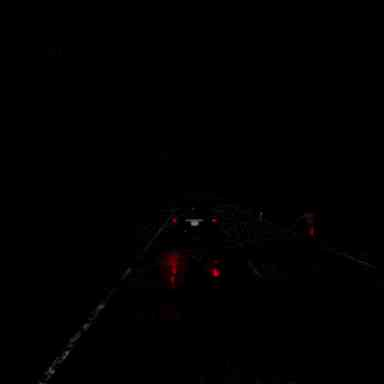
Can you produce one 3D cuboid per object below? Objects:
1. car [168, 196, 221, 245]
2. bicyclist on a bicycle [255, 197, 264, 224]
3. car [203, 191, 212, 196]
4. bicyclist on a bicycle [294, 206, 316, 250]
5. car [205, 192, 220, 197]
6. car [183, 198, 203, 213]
[{"bbox_3d":[0.105,1.239,15.065,2.097,1.767,4.553,0,0,0],"label":"car"},{"bbox_3d":[4.475,1.206,22.229,0.659,1.776,1.843,0,1,0],"label":"bicyclist on a bicycle"},{"bbox_3d":[3.536,0.686,73.743,2.150,2.045,5.566,0,0,0],"label":"car"},{"bbox_3d":[4.445,1.341,12.842,0.866,1.612,1.509,0,0,0],"label":"bicyclist on a bicycle"},{"bbox_3d":[3.624,1.164,54.507,1.994,1.385,4.181,0,1,0],"label":"car"},{"bbox_3d":[0.114,1.345,34.532,1.895,1.301,4.718,0,0,0],"label":"car"}]
